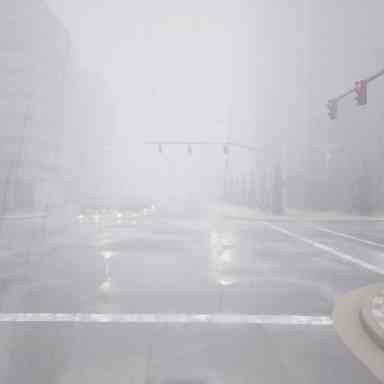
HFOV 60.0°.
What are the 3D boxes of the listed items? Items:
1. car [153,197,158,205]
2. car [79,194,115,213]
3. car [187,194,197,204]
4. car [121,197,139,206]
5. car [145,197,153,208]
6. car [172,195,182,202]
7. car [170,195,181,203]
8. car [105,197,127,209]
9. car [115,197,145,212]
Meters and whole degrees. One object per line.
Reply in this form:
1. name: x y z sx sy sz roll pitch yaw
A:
1. car: -7.041 1.564 56.913 1.994 1.385 4.181 0 0 0
2. car: -10.572 1.221 36.703 2.150 2.045 5.566 0 0 0
3. car: 0.049 1.547 66.074 2.033 1.411 5.357 0 0 0
4. car: -10.541 1.547 56.738 2.033 1.411 5.357 0 0 0
5. car: -7.060 1.526 47.033 1.812 1.442 4.674 0 0 -1
6. car: -3.443 1.494 75.974 2.128 1.511 4.902 0 0 0
7. car: -3.450 1.505 66.646 1.837 1.490 4.892 0 0 0
8. car: -10.563 1.478 46.405 1.882 1.535 5.008 0 0 0
9. car: -7.072 1.352 38.049 2.097 1.767 4.553 0 0 0
